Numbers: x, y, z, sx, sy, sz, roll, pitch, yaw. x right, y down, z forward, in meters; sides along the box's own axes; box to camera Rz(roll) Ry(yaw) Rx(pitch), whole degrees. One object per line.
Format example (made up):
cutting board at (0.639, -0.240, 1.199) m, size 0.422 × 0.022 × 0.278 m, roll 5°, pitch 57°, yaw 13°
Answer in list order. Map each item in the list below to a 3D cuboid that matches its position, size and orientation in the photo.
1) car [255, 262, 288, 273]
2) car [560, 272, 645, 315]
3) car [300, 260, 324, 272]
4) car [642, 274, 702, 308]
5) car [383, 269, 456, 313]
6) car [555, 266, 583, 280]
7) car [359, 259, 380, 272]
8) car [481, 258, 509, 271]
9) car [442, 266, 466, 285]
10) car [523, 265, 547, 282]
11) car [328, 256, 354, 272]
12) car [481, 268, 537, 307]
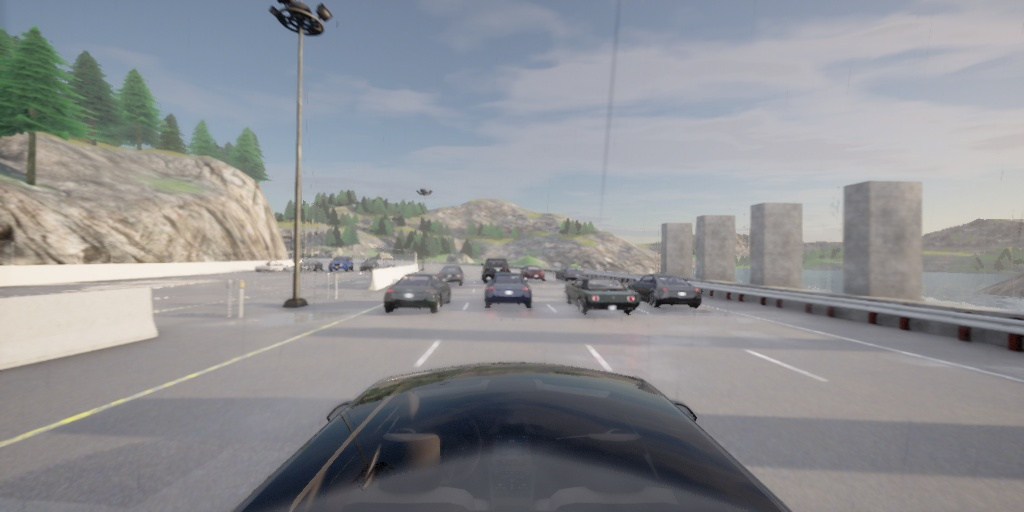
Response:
car at (-28.466, 1.330, 42.476) m, size 1.895 × 1.301 × 4.718 m, roll 1°, pitch 0°, yaw -12°
car at (3.369, 1.495, 14.443) m, size 1.895 × 1.301 × 4.718 m, roll 1°, pitch 0°, yaw -2°
car at (-25.726, 1.285, 46.108) m, size 2.128 × 1.511 × 4.902 m, roll 1°, pitch -1°, yaw -13°
car at (6.774, 1.516, 16.480) m, size 1.994 × 1.385 × 4.181 m, roll 1°, pitch 0°, yaw -3°
car at (-3.636, 1.370, 14.425) m, size 1.994 × 1.385 × 4.181 m, roll 1°, pitch -1°, yaw -2°
car at (5.312, 1.629, 32.767) m, size 1.994 × 1.385 × 4.181 m, roll 1°, pitch 0°, yaw -7°
car at (-19.014, 1.241, 48.084) m, size 2.097 × 1.767 × 4.553 m, roll 1°, pitch 0°, yaw -13°
car at (-1.428, 1.187, 30.483) m, size 2.150 × 2.045 × 5.566 m, roll 1°, pitch 0°, yaw -7°
car at (-4.626, 1.449, 27.551) m, size 2.033 × 1.411 × 5.357 m, roll 1°, pitch 0°, yaw -6°
car at (1.780, 1.548, 32.837) m, size 1.812 × 1.442 × 4.674 m, roll 1°, pitch 0°, yaw -8°
car at (-22.385, 1.067, 47.236) m, size 2.150 × 2.045 × 5.566 m, roll 1°, pitch -1°, yaw -13°
car at (-0.212, 1.427, 16.116) m, size 1.994 × 1.385 × 4.181 m, roll 1°, pitch -1°, yaw -3°
